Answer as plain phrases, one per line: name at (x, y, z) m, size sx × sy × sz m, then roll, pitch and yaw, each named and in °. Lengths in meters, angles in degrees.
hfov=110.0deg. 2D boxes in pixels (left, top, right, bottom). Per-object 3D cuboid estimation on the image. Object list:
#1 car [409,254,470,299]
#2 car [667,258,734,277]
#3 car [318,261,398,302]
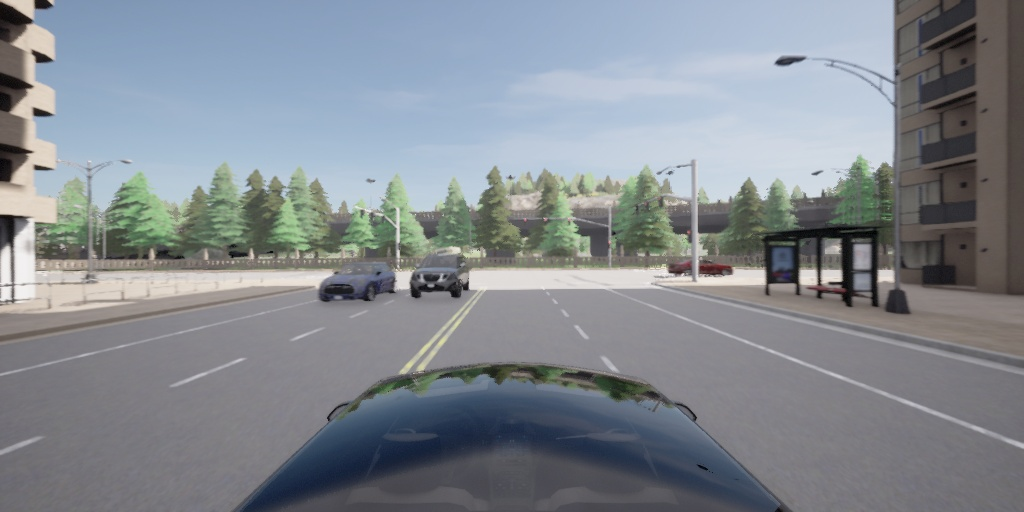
car at (-3.446, 0.913, 18.119) m, size 2.150 × 2.045 × 5.566 m, roll 0°, pitch 0°, yaw 1°
car at (15.262, 0.932, 29.078) m, size 5.008 × 1.535 × 1.882 m, roll 0°, pitch 0°, yaw -2°
car at (-6.972, 1.071, 16.680) m, size 2.097 × 1.767 × 4.553 m, roll 0°, pitch 0°, yaw 1°
